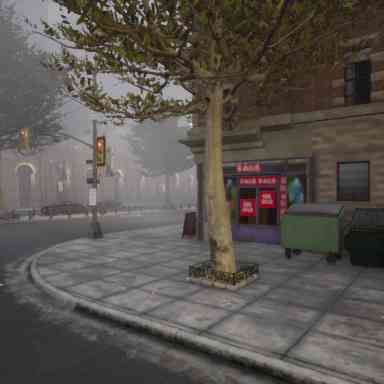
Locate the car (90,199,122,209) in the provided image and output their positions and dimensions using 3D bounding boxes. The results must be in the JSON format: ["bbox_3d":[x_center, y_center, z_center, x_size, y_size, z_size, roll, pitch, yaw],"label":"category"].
[{"bbox_3d":[-11.936,1.595,45.164,1.895,1.301,4.718,0,0,36],"label":"car"}]

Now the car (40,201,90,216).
[{"bbox_3d":[-12.697,1.564,32.877,1.994,1.385,4.181,0,0,36],"label":"car"}]
